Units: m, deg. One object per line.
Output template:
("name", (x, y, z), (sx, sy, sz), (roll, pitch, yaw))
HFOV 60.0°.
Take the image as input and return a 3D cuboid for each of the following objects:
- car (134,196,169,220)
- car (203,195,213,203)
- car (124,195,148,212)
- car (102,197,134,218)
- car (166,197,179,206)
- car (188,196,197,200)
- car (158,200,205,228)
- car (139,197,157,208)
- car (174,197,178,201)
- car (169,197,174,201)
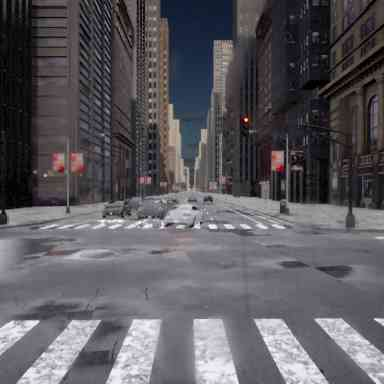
("car", (-3.289, 1.336, 27.675), (2.097, 1.767, 4.553), (0, 0, -2))
("car", (3.353, 1.424, 69.902), (1.837, 1.490, 4.892), (0, 0, 0))
("car", (-6.595, 1.325, 39.730), (2.097, 1.767, 4.553), (0, 0, 0))
("car", (-6.599, 1.487, 29.576), (1.837, 1.490, 4.892), (0, 0, 0))
("car", (-3.311, 1.551, 56.499), (1.895, 1.301, 4.718), (0, 0, 0))
("car", (0.103, 1.467, 69.814), (2.033, 1.411, 5.357), (0, 0, 0))
("car", (-0.484, 1.512, 21.951), (1.812, 1.442, 4.674), (0, 0, 12))
("car", (-6.586, 1.509, 50.027), (2.033, 1.411, 5.357), (0, 0, 0))
("car", (-3.337, 1.530, 46.482), (1.994, 1.385, 4.181), (0, 0, 0))
("car", (-3.350, 1.502, 36.459), (1.812, 1.442, 4.674), (0, 0, 0))
